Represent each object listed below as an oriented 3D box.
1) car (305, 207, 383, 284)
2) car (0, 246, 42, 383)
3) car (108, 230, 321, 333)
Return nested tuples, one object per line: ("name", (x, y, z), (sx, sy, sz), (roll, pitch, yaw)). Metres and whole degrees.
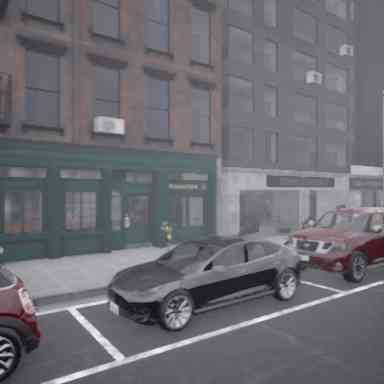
("car", (4.956, 1.406, 10.069), (5.009, 1.841, 2.192), (1, -1, -35))
("car", (-4.017, 1.428, 3.678), (4.097, 1.590, 1.967), (1, -1, -35))
("car", (0.469, 1.605, 6.871), (4.313, 1.339, 1.947), (1, -1, -35))
